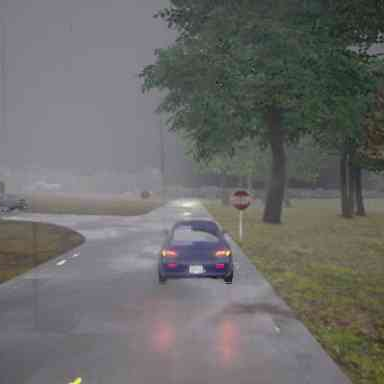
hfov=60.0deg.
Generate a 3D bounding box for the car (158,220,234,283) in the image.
[{"bbox_3d":[0.094,1.517,9.502,1.812,1.442,4.674,0,0,0],"label":"car"}]

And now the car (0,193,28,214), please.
[{"bbox_3d":[-15.024,0.817,25.165,4.902,1.511,2.128,3,-1,2],"label":"car"}]
